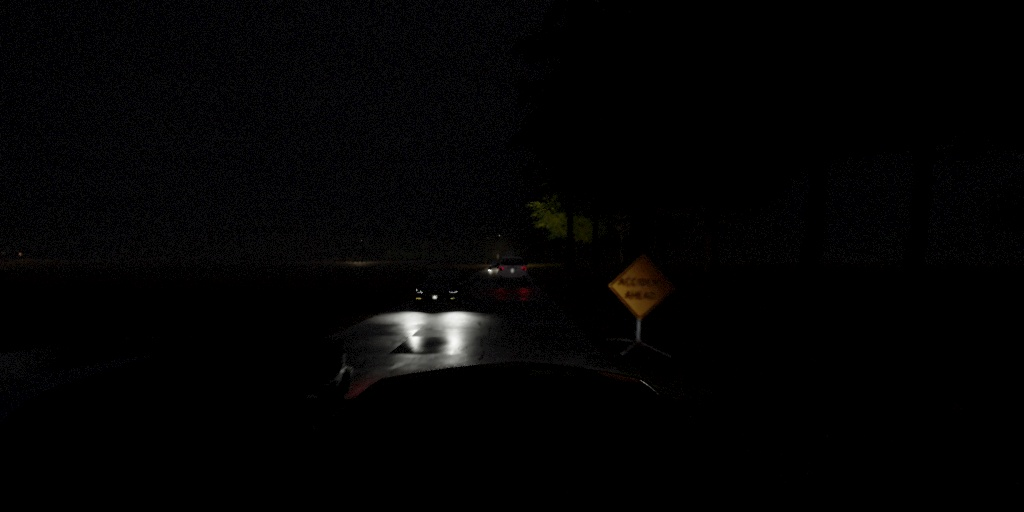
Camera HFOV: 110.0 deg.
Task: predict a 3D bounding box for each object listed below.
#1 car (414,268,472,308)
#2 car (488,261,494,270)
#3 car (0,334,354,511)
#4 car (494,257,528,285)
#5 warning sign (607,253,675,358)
[{"bbox_3d":[-2.834,1.296,15.620,1.837,1.490,4.892,0,-1,0],"label":"car"},{"bbox_3d":[-2.792,1.542,59.595,1.812,1.442,4.674,0,0,1],"label":"car"},{"bbox_3d":[-2.849,1.299,2.055,2.033,1.411,5.357,0,0,0],"label":"car"},{"bbox_3d":[0.046,1.070,27.693,2.150,2.045,5.566,0,0,0],"label":"car"},{"bbox_3d":[2.450,0.876,7.021,1.300,1.860,1.060,0,0,0],"label":"warning sign"}]
